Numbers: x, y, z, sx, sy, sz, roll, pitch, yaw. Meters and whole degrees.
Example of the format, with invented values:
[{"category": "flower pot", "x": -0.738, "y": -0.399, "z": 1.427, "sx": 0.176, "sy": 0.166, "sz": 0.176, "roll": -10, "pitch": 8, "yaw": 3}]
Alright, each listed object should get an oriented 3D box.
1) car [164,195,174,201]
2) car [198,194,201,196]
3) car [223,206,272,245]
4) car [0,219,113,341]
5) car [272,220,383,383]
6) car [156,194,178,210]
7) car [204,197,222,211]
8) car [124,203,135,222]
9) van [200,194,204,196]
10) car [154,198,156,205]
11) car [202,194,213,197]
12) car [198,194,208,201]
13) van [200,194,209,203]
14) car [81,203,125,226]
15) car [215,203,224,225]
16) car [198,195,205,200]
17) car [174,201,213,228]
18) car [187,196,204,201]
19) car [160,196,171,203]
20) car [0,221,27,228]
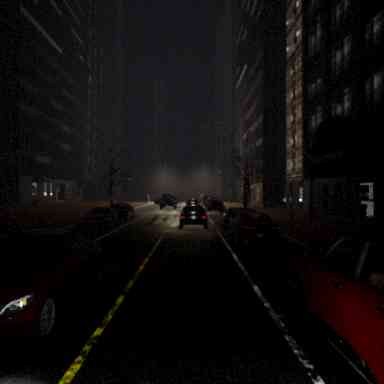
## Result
[{"category": "car", "x": -5.715, "y": 1.563, "z": 82.920, "sx": 2.008, "sy": 1.369, "sz": 4.403, "roll": 1, "pitch": 0, "yaw": 0}, {"category": "car", "x": 2.674, "y": 1.330, "z": 66.022, "sx": 2.192, "sy": 1.841, "sz": 5.009, "roll": 1, "pitch": 0, "yaw": 0}, {"category": "car", "x": 2.692, "y": 1.552, "z": 15.249, "sx": 1.887, "sy": 1.381, "sz": 4.507, "roll": 0, "pitch": 0, "yaw": 0}, {"category": "car", "x": -3.105, "y": 1.529, "z": 6.655, "sx": 1.812, "sy": 1.442, "sz": 4.674, "roll": 0, "pitch": 0, "yaw": 0}, {"category": "car", "x": 2.697, "y": 1.317, "z": 3.966, "sx": 2.192, "sy": 1.841, "sz": 5.009, "roll": 0, "pitch": 0, "yaw": 0}, {"category": "car", "x": -3.103, "y": 1.236, "z": 44.459, "sx": 2.150, "sy": 2.045, "sz": 5.566, "roll": 0, "pitch": 0, "yaw": 0}, {"category": "car", "x": 2.683, "y": 1.557, "z": 37.815, "sx": 1.887, "sy": 1.381, "sz": 4.507, "roll": 1, "pitch": 0, "yaw": 0}, {"category": "car", "x": -5.693, "y": 1.555, "z": 26.491, "sx": 1.887, "sy": 1.381, "sz": 4.507, "roll": 1, "pitch": 0, "yaw": 0}, {"category": "van", "x": 2.678, "y": 1.356, "z": 54.739, "sx": 1.690, "sy": 1.788, "sz": 3.998, "roll": 1, "pitch": 0, "yaw": 0}, {"category": "car", "x": -5.705, "y": 1.455, "z": 60.349, "sx": 1.967, "sy": 1.590, "sz": 4.097, "roll": 1, "pitch": 0, "yaw": 0}, {"category": "car", "x": 2.682, "y": 1.453, "z": 43.456, "sx": 1.967, "sy": 1.590, "sz": 4.097, "roll": 1, "pitch": 0, "yaw": 0}, {"category": "car", "x": 2.668, "y": 1.327, "z": 82.946, "sx": 2.192, "sy": 1.841, "sz": 5.009, "roll": 1, "pitch": 0, "yaw": 0}, {"category": "van", "x": 2.672, "y": 1.355, "z": 71.664, "sx": 1.690, "sy": 1.788, "sz": 3.998, "roll": 1, "pitch": 0, "yaw": 0}, {"category": "car", "x": -5.692, "y": 1.591, "z": 20.848, "sx": 1.802, "sy": 1.307, "sz": 4.206, "roll": 1, "pitch": 0, "yaw": 0}, {"category": "car", "x": 2.689, "y": 1.591, "z": 20.890, "sx": 1.802, "sy": 1.307, "sz": 4.206, "roll": 0, "pitch": 0, "yaw": 0}, {"category": "car", "x": 2.661, "y": 1.592, "z": 94.229, "sx": 1.802, "sy": 1.307, "sz": 4.206, "roll": 1, "pitch": 0, "yaw": 0}, {"category": "car", "x": 0.092, "y": 1.557, "z": 22.129, "sx": 2.033, "sy": 1.411, "sz": 5.357, "roll": 0, "pitch": 0, "yaw": 0}, {"category": "car", "x": 0.082, "y": 1.561, "z": 41.733, "sx": 2.033, "sy": 1.411, "sz": 5.357, "roll": 0, "pitch": 0, "yaw": 0}, {"category": "car", "x": -5.710, "y": 1.565, "z": 71.634, "sx": 2.008, "sy": 1.369, "sz": 4.403, "roll": 1, "pitch": 0, "yaw": 0}, {"category": "car", "x": -5.687, "y": 1.556, "z": 9.563, "sx": 2.008, "sy": 1.369, "sz": 4.403, "roll": 1, "pitch": 0, "yaw": 0}]
